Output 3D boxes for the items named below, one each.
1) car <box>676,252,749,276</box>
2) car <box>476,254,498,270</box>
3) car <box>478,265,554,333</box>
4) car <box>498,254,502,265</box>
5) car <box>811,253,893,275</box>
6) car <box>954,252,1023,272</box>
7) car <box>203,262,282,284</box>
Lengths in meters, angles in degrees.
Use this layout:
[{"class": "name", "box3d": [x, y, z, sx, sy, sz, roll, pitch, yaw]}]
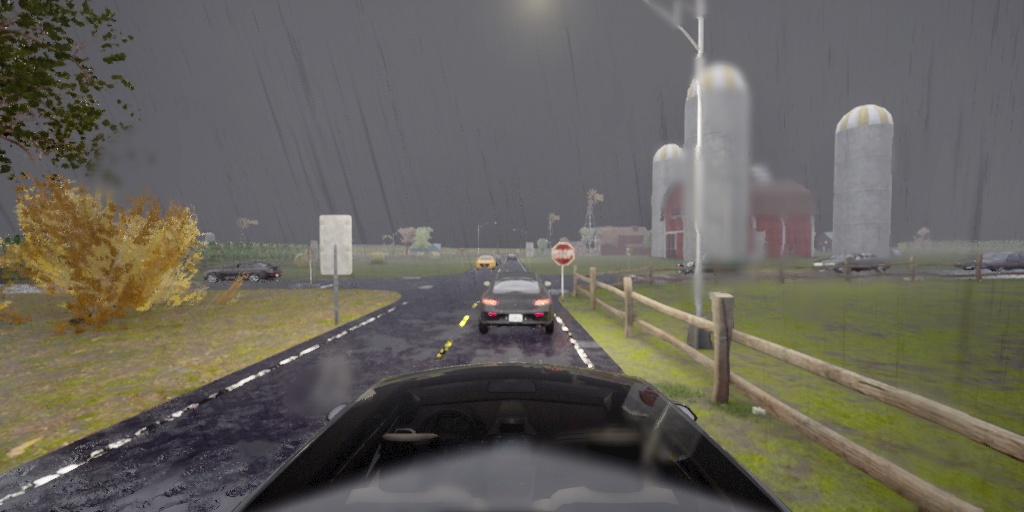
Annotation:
[{"class": "car", "box3d": [14.297, 0.514, 25.839, 4.553, 1.767, 2.097, -1, 2, 0]}, {"class": "car", "box3d": [-2.843, 0.702, 39.560, 1.882, 1.535, 5.008, 0, 1, 0]}, {"class": "car", "box3d": [0.146, 1.156, 10.136, 1.812, 1.442, 4.674, 0, 1, 2]}, {"class": "car", "box3d": [-2.822, 0.629, 50.327, 2.033, 1.411, 5.357, 0, 1, 0]}, {"class": "car", "box3d": [24.465, 0.506, 25.912, 4.902, 1.511, 2.128, -1, 2, 0]}, {"class": "car", "box3d": [35.622, 0.404, 25.979, 5.357, 1.411, 2.033, -1, 2, 0]}, {"class": "car", "box3d": [-19.204, 1.159, 25.619, 4.892, 1.490, 1.837, -1, 2, 0]}]
